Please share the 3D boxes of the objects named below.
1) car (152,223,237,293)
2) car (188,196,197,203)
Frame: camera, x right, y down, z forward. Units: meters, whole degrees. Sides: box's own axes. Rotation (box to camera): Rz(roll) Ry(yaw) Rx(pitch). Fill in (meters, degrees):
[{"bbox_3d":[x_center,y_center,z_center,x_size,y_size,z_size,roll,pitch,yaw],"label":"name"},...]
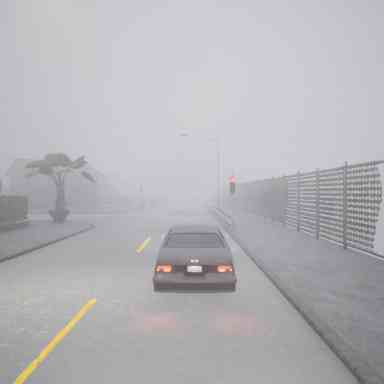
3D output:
[{"bbox_3d":[0.072,1.547,8.994,2.033,1.411,5.357,0,0,1],"label":"car"},{"bbox_3d":[0.128,1.559,70.396,1.994,1.385,4.181,0,0,0],"label":"car"}]
